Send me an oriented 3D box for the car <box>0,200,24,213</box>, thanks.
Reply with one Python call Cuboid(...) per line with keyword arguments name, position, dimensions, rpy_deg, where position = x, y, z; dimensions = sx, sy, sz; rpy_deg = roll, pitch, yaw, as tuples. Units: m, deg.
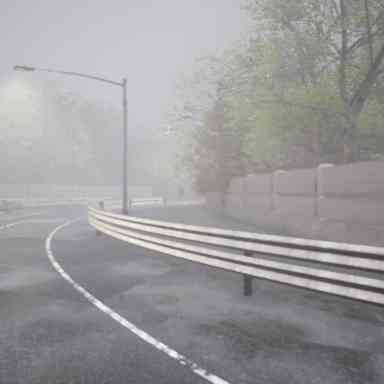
Cuboid(name="car", position=(-20.459, 1.529, 34.583), dimensions=(2.033, 1.411, 5.357), rpy_deg=(0, 0, 43))
